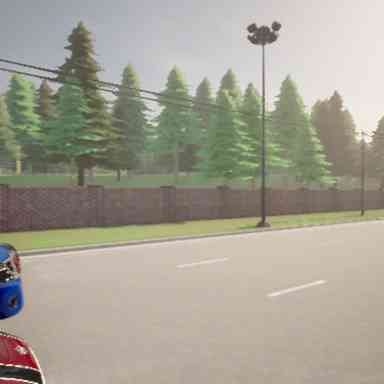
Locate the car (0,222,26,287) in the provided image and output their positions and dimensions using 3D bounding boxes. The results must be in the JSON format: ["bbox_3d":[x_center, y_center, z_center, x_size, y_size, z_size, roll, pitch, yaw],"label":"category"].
[{"bbox_3d":[-6.369,1.564,7.802,4.181,1.385,1.994,0,0,-36],"label":"car"}]

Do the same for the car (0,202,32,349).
[{"bbox_3d":[-5.296,1.221,4.268,5.566,2.045,2.150,0,0,-36],"label":"car"}]

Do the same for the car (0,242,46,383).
[{"bbox_3d":[-3.071,1.351,1.554,4.553,1.767,2.097,0,0,-36],"label":"car"}]
